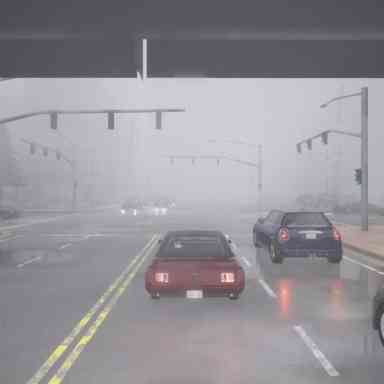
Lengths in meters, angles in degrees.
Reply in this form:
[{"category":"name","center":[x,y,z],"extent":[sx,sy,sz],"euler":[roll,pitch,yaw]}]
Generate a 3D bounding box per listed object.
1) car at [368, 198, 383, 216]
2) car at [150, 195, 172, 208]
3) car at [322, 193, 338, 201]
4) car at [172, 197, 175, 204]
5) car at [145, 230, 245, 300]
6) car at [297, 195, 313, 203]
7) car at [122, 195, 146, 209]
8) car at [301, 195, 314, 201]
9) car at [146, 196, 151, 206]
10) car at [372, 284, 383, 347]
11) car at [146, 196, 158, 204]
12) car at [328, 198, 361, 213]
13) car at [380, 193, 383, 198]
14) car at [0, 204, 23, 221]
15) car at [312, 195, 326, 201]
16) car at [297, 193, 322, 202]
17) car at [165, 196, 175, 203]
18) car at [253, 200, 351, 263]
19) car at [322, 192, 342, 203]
[{"category":"car","center":[19.266,1.505,30.398],"extent":[4.892,1.490,1.837],"euler":[0,0,1]},{"category":"car","center":[-4.491,1.491,49.564],"extent":[2.128,1.511,4.902],"euler":[0,0,0]},{"category":"car","center":[33.525,1.153,80.771],"extent":[1.932,1.855,4.605],"euler":[0,0,0]},{"category":"car","center":[-4.529,1.352,58.606],"extent":[2.097,1.767,4.553],"euler":[0,0,0]},{"category":"car","center":[0.070,1.601,8.361],"extent":[1.895,1.301,4.718],"euler":[0,0,0]},{"category":"car","center":[22.218,1.395,65.590],"extent":[1.970,1.475,3.806],"euler":[0,0,0]},{"category":"car","center":[-8.030,1.352,44.802],"extent":[2.097,1.767,4.553],"euler":[0,0,2]},{"category":"car","center":[27.947,1.395,80.707],"extent":[1.970,1.475,3.806],"euler":[0,0,0]},{"category":"car","center":[-8.012,1.478,53.972],"extent":[1.882,1.535,5.008],"euler":[0,0,0]},{"category":"car","center":[3.601,1.505,3.037],"extent":[1.837,1.490,4.892],"euler":[0,0,0]},{"category":"car","center":[-8.022,1.526,66.671],"extent":[1.812,1.442,4.674],"euler":[0,0,0]},{"category":"car","center":[16.682,1.564,33.932],"extent":[4.181,1.385,1.994],"euler":[0,0,1]},{"category":"car","center":[39.115,1.153,65.724],"extent":[1.932,1.855,4.605],"euler":[0,0,0]},{"category":"car","center":[-16.064,1.526,26.601],"extent":[4.674,1.442,1.812],"euler":[0,0,-2]},{"category":"car","center":[30.842,1.364,80.714],"extent":[1.784,1.438,3.905],"euler":[0,0,0]},{"category":"car","center":[16.663,1.153,48.163],"extent":[1.932,1.855,4.605],"euler":[0,0,0]},{"category":"car","center":[-4.517,1.601,68.761],"extent":[1.895,1.301,4.718],"euler":[0,0,0]},{"category":"car","center":[3.585,1.352,12.126],"extent":[2.097,1.767,4.553],"euler":[0,0,0]},{"category":"car","center":[19.557,1.156,48.116],"extent":[1.905,1.878,3.866],"euler":[0,0,0]}]
